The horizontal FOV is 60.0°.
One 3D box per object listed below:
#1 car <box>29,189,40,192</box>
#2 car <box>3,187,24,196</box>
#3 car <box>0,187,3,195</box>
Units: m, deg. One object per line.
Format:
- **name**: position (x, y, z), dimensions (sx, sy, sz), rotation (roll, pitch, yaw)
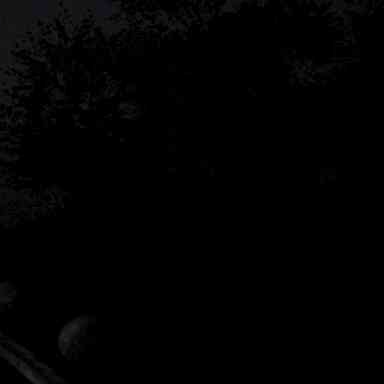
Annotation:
- **car**: position (-27.522, -0.745, 55.440), dimensions (2.435, 2.045, 5.566), rotation (1, 3, 3)
- **car**: position (-27.802, -0.226, 49.655), dimensions (1.946, 1.575, 5.366), rotation (1, 3, 3)
- **car**: position (-28.064, 0.031, 44.143), dimensions (1.946, 1.575, 5.366), rotation (1, 3, 3)
